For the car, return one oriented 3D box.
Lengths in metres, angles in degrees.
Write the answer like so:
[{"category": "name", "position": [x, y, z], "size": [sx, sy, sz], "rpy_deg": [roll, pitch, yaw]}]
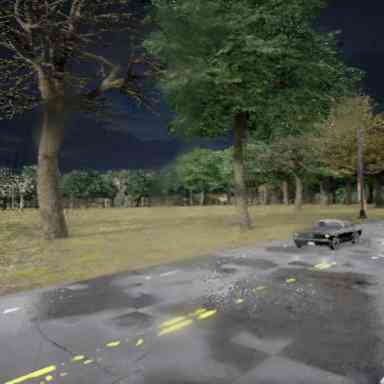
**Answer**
[{"category": "car", "position": [6.846, 2.048, 16.624], "size": [1.895, 1.301, 4.718], "rpy_deg": [-4, -3, 43]}]
